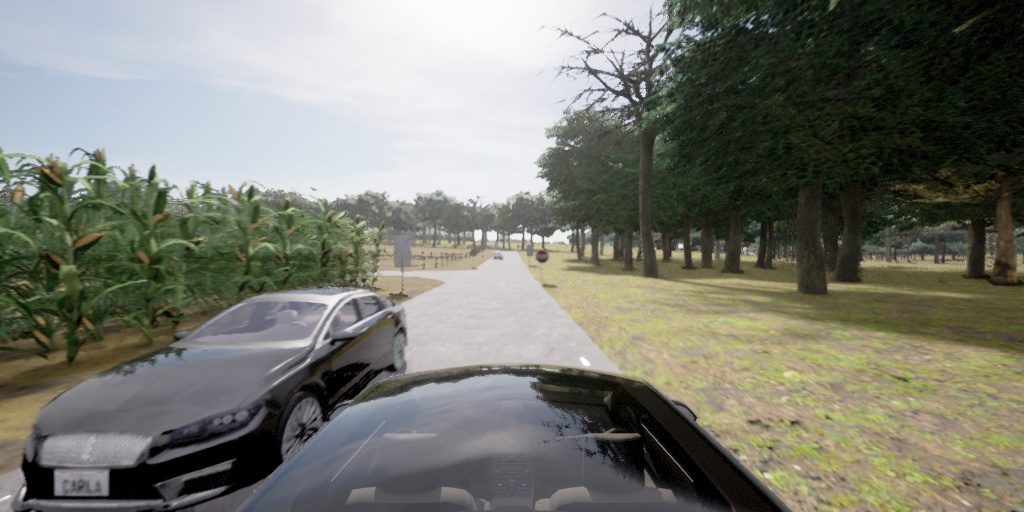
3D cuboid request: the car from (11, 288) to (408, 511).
[{"bbox_3d":[-2.839,1.236,4.821,2.128,1.511,4.902,0,0,0],"label":"car"}]
